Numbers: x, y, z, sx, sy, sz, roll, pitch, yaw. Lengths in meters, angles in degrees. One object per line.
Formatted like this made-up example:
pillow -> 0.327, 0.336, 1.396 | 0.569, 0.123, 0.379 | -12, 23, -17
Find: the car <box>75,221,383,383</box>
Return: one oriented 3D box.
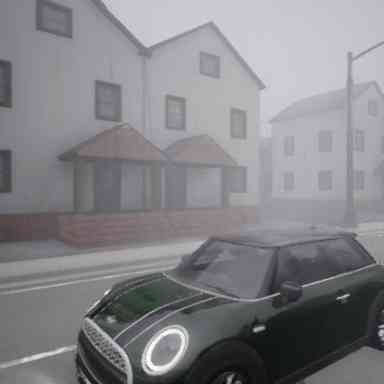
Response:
car -> 0.841, 1.354, 4.591 | 4.553, 1.767, 2.097 | 0, 0, -35
